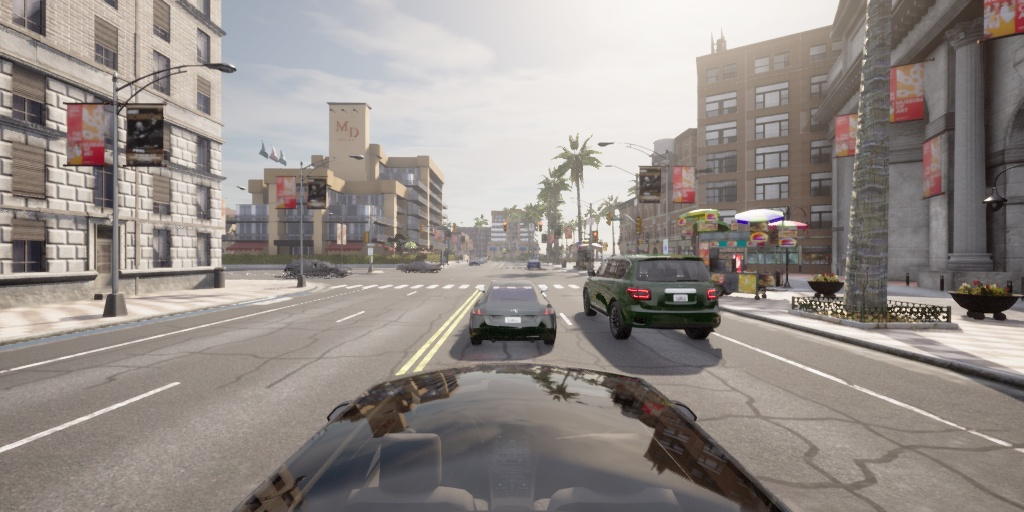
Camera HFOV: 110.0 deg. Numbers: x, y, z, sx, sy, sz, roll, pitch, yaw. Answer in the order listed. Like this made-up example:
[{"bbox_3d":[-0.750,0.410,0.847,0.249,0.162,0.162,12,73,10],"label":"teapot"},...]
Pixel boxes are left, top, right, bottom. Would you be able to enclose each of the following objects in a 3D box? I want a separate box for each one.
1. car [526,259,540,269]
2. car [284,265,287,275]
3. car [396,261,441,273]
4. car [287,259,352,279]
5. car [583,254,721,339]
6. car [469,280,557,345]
[{"bbox_3d":[3.282,1.227,55.052,1.882,1.535,5.008,0,0,0],"label":"car"},{"bbox_3d":[-20.159,1.102,36.048,4.553,1.767,2.097,0,0,-2],"label":"car"},{"bbox_3d":[-11.356,1.297,43.679,5.357,1.411,2.033,0,0,17],"label":"car"},{"bbox_3d":[-17.000,1.257,32.262,4.892,1.490,1.837,-1,0,3],"label":"car"},{"bbox_3d":[3.526,0.971,10.176,2.150,2.045,5.566,0,0,0],"label":"car"},{"bbox_3d":[0.025,1.314,9.539,1.994,1.385,4.181,0,0,0],"label":"car"}]
